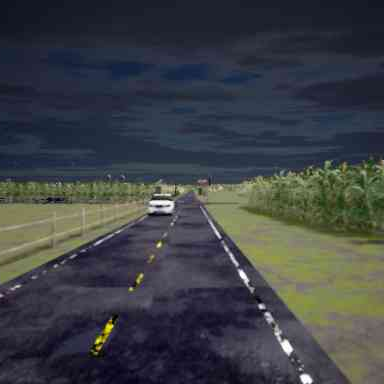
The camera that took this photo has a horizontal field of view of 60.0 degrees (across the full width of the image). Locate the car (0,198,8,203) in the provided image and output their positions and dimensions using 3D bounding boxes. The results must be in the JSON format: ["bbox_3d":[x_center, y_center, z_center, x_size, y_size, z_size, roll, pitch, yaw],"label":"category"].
[{"bbox_3d":[-36.294,1.308,60.656,4.902,1.511,2.128,0,1,-1],"label":"car"}]

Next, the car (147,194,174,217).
[{"bbox_3d":[-2.859,1.184,31.642,2.150,2.045,5.566,0,0,0],"label":"car"}]

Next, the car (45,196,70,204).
[{"bbox_3d":[-24.551,1.384,60.861,4.181,1.385,1.994,1,1,-1],"label":"car"}]
